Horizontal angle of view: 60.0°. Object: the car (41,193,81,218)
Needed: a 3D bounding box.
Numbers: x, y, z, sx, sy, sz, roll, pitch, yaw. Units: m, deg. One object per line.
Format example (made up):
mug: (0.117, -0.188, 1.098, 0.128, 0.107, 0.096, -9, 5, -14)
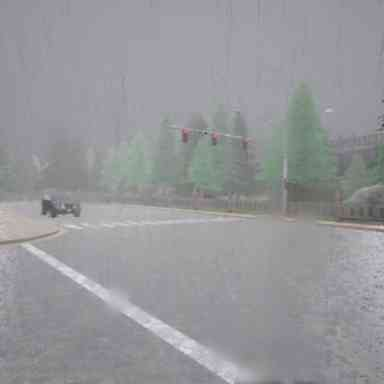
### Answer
car: (-11.329, 1.079, 28.543, 2.150, 2.045, 5.566, 1, 0, -36)
